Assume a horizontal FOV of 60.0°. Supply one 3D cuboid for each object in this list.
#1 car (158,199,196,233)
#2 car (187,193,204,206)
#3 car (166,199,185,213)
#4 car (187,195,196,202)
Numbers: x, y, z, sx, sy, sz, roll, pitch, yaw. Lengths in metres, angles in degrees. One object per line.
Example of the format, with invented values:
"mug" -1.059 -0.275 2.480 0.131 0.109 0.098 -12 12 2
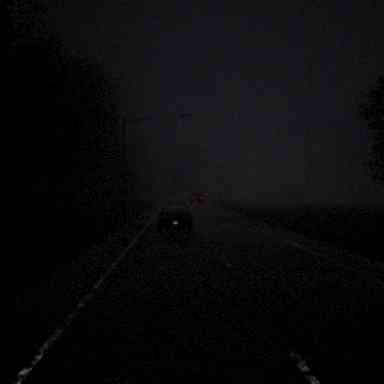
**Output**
"car" -0.971 1.442 19.624 1.882 1.535 5.008 0 0 -3
"car" 0.782 1.140 55.142 2.150 2.045 5.566 0 -1 -2
"car" -1.859 1.496 37.654 1.994 1.385 4.181 0 0 -3
"car" -0.223 1.418 73.663 1.812 1.442 4.674 0 0 -3
